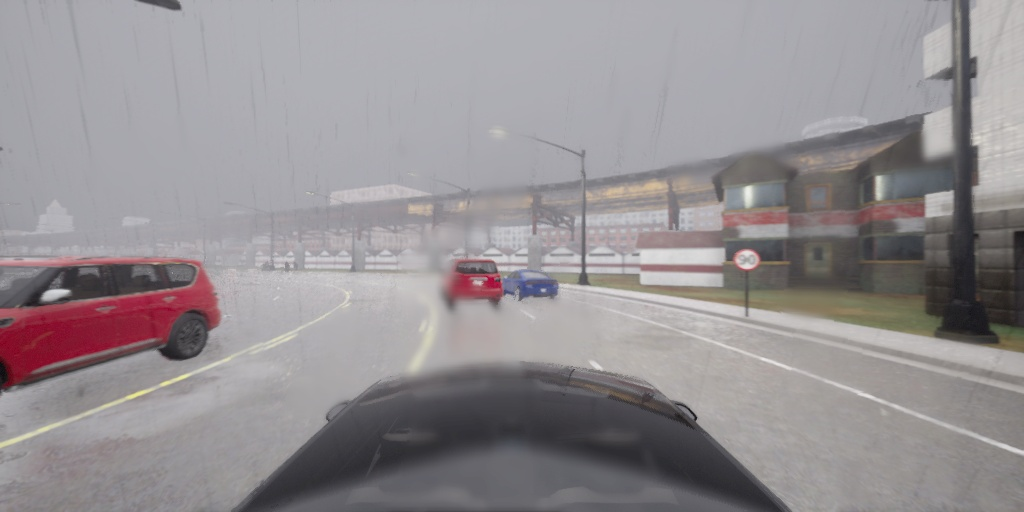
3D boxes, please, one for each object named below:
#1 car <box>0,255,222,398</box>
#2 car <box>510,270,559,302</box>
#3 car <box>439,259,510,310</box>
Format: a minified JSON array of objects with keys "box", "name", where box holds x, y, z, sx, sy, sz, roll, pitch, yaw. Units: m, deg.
[{"box":[-7.298,1.002,5.545,2.150,2.045,5.566,0,-1,-5],"name":"car"},{"box":[0.748,1.456,18.815,1.882,1.535,5.008,1,-1,-17],"name":"car"},{"box":[-1.955,1.155,16.052,2.150,2.045,5.566,1,-1,-15],"name":"car"}]
